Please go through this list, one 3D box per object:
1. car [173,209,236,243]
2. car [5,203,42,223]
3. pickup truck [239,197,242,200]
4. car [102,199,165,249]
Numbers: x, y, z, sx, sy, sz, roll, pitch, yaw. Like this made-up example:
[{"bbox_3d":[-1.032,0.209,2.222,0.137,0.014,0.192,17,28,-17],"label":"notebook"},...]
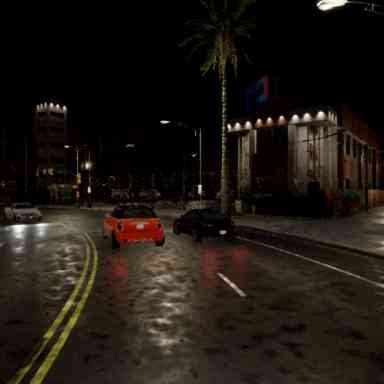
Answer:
[{"bbox_3d":[0.505,1.531,16.211,1.812,1.442,4.674,0,0,-21],"label":"car"},{"bbox_3d":[-13.175,1.558,25.841,1.812,1.442,4.674,0,0,-41],"label":"car"},{"bbox_3d":[8.259,1.088,42.332,2.390,2.098,6.274,0,0,37],"label":"pickup truck"},{"bbox_3d":[-2.763,1.364,14.957,2.097,1.767,4.553,0,0,-21],"label":"car"}]
